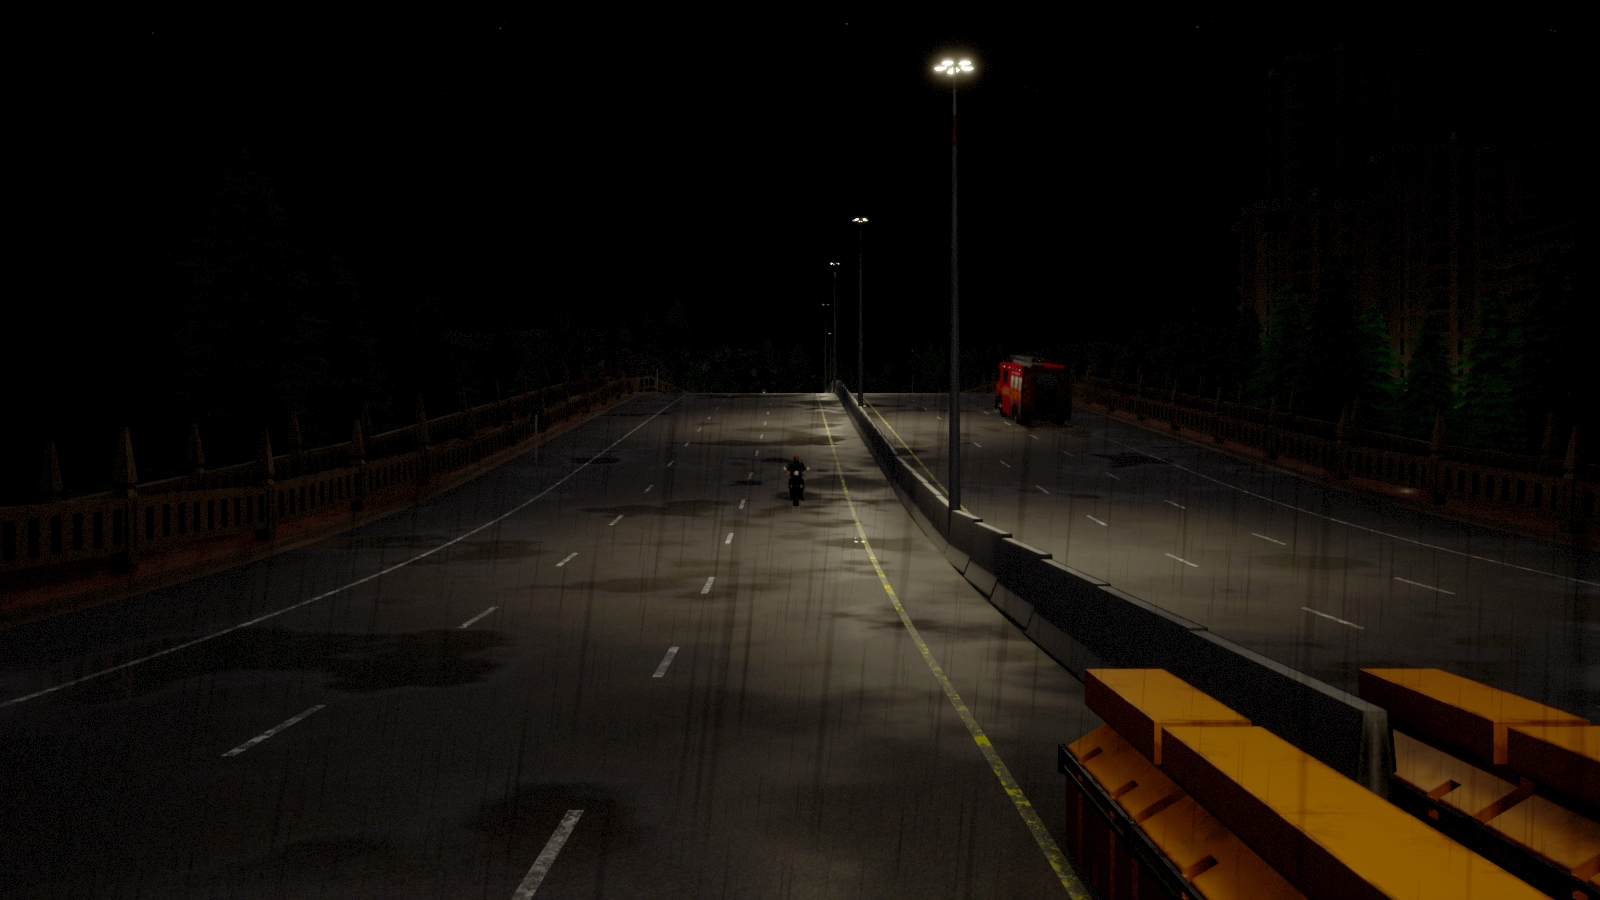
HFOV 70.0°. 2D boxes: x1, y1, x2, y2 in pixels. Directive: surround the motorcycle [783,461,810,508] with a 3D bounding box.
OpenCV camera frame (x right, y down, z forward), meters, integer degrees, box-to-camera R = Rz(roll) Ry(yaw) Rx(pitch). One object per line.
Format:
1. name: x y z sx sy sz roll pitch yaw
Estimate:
1. motorcycle: -0.114 1.100 36.825 0.856 1.316 1.805 0 5 0
